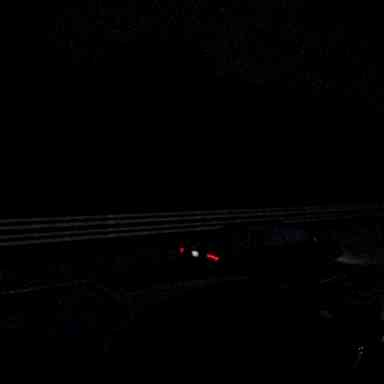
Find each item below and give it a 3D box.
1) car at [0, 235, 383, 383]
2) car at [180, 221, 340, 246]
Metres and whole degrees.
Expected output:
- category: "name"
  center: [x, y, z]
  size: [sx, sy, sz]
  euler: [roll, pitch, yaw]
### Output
- category: "car"
  center: [0.101, 1.549, 3.816]
  size: [5.357, 1.411, 2.033]
  euler: [0, 0, -35]
- category: "car"
  center: [2.111, 1.552, 9.551]
  size: [5.357, 1.411, 2.033]
  euler: [0, 0, -35]
